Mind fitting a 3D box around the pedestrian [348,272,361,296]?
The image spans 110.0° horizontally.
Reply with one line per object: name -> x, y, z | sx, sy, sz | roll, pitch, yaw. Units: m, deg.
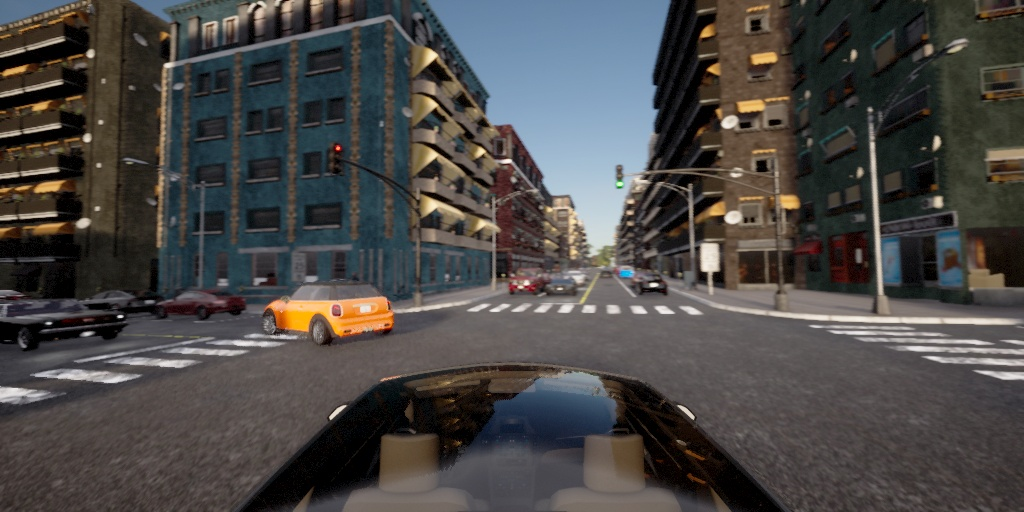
pedestrian -> -7.955, 1.718, 18.138 | 0.375, 1.860, 0.375 | -1, -2, 15

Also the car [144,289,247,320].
car -> -14.554, 2.225, 16.827 | 4.207, 1.307, 1.802 | 0, 0, 15

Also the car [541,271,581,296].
car -> 3.518, 1.976, 24.931 | 1.994, 1.385, 4.181 | -1, -2, 13

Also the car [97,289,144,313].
car -> -19.894, 2.373, 18.231 | 4.313, 1.339, 1.948 | 0, 0, 15

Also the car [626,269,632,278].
car -> 10.681, 2.020, 29.499 | 1.802, 1.307, 4.207 | 0, 0, 14

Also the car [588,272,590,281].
car -> 8.588, 2.386, 44.331 | 2.128, 1.511, 4.902 | -1, -2, 14

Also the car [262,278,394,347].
car -> -5.772, 1.573, 11.110 | 4.553, 1.767, 2.097 | -3, -3, 35

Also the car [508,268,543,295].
car -> 1.192, 1.798, 26.216 | 2.192, 1.841, 5.009 | 0, 0, 14

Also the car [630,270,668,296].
car -> 9.300, 1.870, 24.104 | 1.948, 1.339, 4.313 | 0, 0, 14

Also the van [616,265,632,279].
van -> 16.206, 2.318, 51.082 | 1.690, 1.789, 3.998 | 0, 0, 14

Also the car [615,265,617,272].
car -> 18.969, 2.792, 61.871 | 1.888, 1.381, 4.507 | 0, 0, 14

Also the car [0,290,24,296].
car -> -30.572, 2.681, 21.038 | 4.507, 1.381, 1.888 | 0, 0, 15

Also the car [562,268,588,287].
car -> 6.002, 2.177, 34.546 | 1.812, 1.442, 4.674 | -1, -2, 15

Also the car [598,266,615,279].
car -> 14.004, 2.581, 53.394 | 1.837, 1.490, 4.892 | -1, -2, 14

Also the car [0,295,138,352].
car -> -14.165, 1.965, 10.762 | 4.718, 1.301, 1.895 | -2, -3, 15
